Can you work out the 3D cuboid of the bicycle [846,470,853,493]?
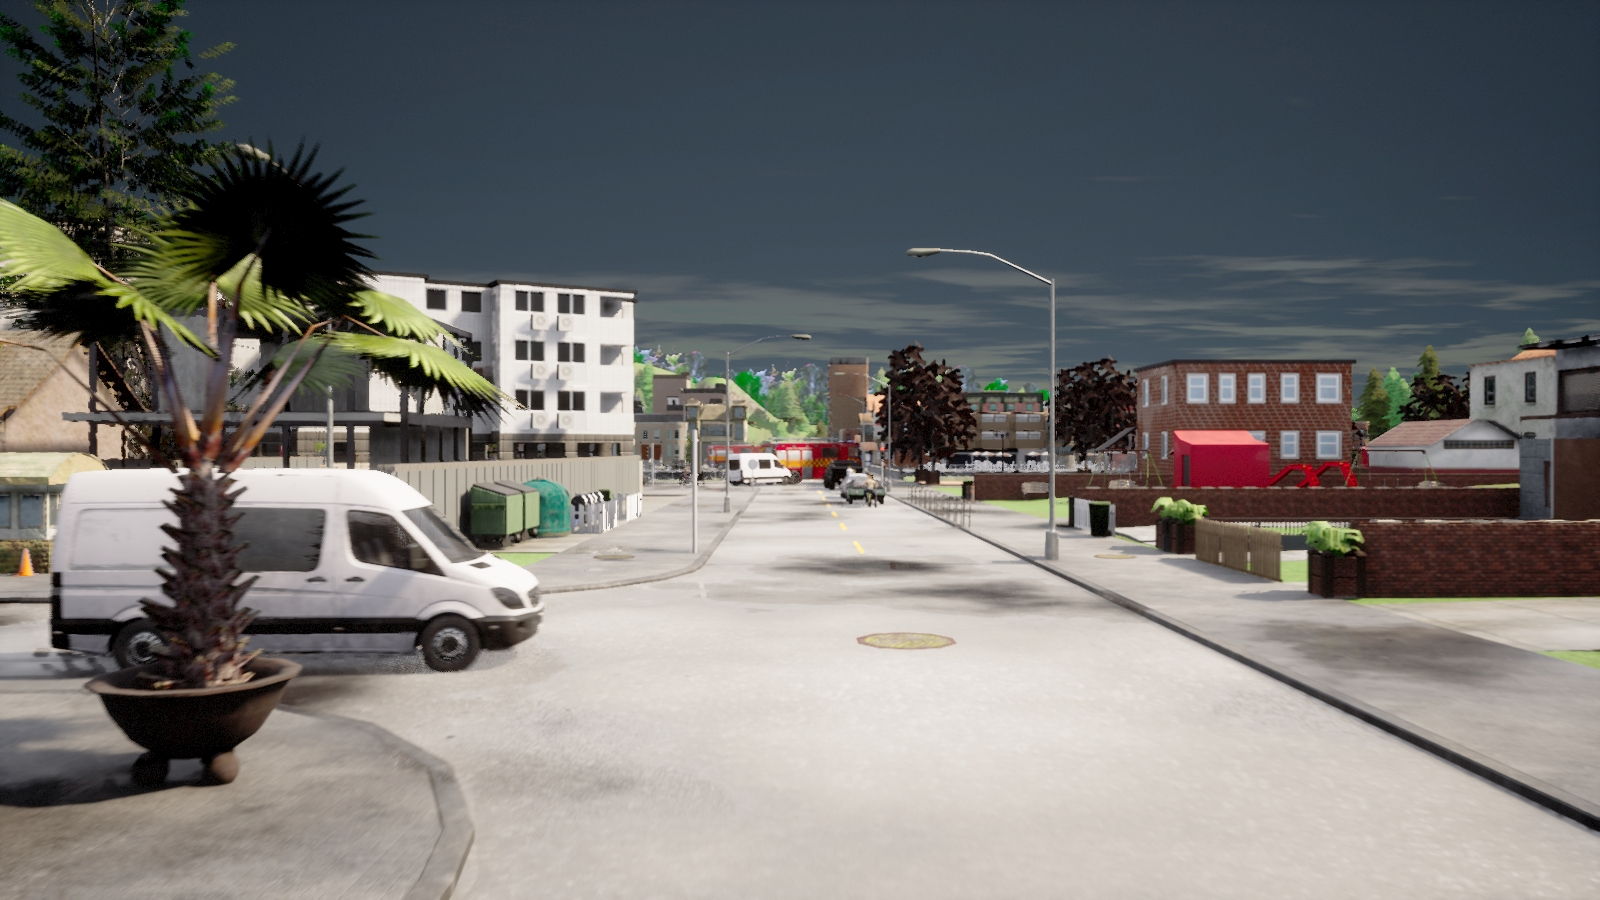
[{"bbox_3d":[3.280,2.056,75.457,0.373,1.496,1.643,0,0,0],"label":"bicycle"}]

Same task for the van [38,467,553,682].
[{"bbox_3d":[-6.410,1.535,15.154,5.915,2.561,1.988,0,0,-5],"label":"van"}]

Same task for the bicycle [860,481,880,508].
[{"bbox_3d":[3.377,2.158,55.502,0.859,1.276,1.487,0,0,-1],"label":"bicycle"}]

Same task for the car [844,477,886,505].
[{"bbox_3d":[3.373,2.155,60.318,1.895,1.301,4.718,0,0,0],"label":"car"}]

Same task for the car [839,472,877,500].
[{"bbox_3d":[3.353,2.081,66.860,2.002,1.442,4.674,0,0,0],"label":"car"}]
